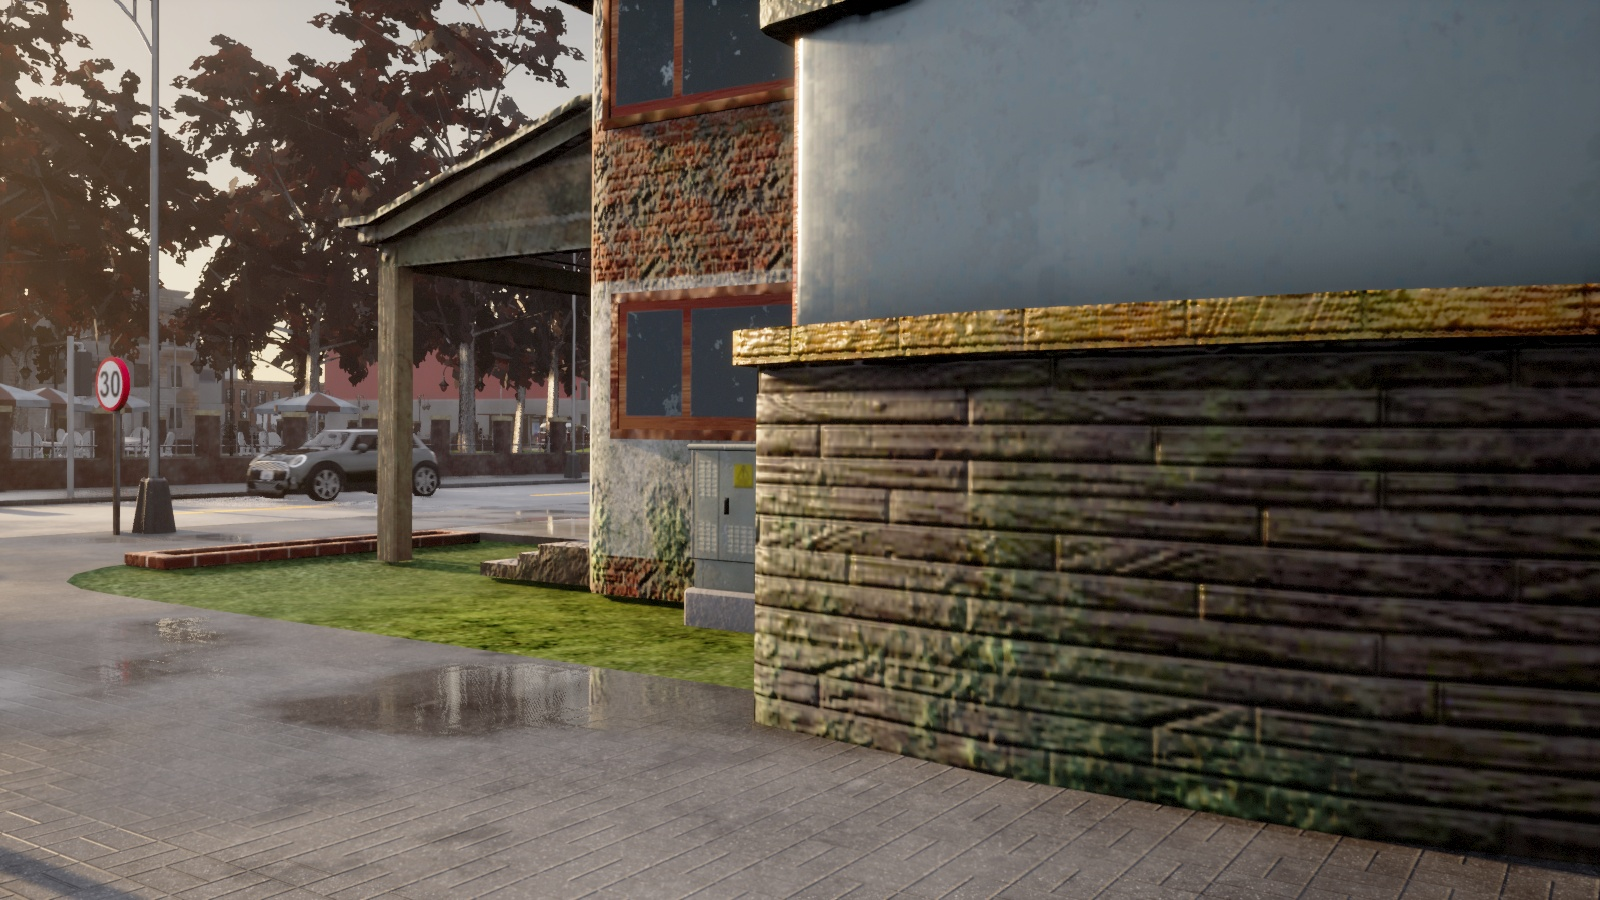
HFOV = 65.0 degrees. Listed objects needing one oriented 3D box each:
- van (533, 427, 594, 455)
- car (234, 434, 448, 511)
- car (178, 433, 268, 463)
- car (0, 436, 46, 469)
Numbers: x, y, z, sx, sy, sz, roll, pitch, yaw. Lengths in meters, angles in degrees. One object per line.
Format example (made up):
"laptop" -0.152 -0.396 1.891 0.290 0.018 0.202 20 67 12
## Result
"van" -18.045 -0.693 96.037 2.069 2.038 4.480 0 1 34
"car" -9.634 0.421 26.596 1.970 1.475 3.806 0 1 33
"car" -35.359 -0.142 77.064 2.097 1.767 4.553 0 1 33
"car" -40.136 0.139 62.538 1.851 1.617 3.988 0 1 33
